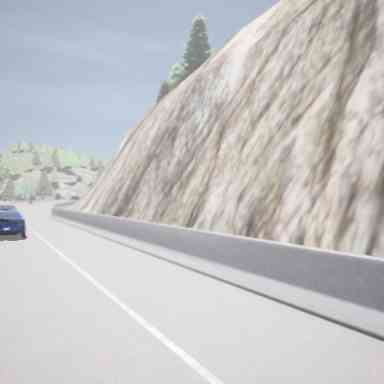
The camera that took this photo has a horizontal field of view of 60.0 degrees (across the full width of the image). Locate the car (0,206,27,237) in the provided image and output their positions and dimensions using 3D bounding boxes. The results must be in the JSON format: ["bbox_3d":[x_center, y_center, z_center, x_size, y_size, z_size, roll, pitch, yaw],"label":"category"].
[{"bbox_3d":[-10.967,1.822,19.646,1.882,1.535,5.008,0,0,-31],"label":"car"}]
